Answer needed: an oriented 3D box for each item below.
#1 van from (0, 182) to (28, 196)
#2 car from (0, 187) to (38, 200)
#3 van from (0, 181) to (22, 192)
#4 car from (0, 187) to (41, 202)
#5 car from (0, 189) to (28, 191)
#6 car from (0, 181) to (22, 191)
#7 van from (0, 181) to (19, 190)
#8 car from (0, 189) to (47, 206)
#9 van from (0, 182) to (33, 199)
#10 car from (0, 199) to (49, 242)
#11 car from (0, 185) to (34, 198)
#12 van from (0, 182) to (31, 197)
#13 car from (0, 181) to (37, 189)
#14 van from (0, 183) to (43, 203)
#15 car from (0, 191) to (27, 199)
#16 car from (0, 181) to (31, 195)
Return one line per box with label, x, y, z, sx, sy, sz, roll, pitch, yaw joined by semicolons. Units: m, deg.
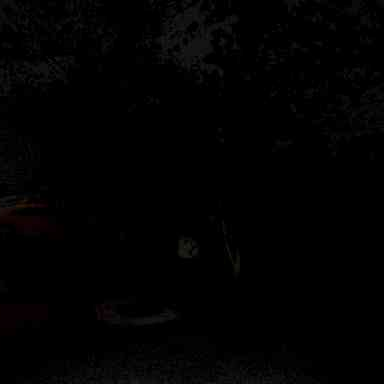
van;-26.541;-0.481;48.546;4.442;1.987;1.878;1;1;-30
car;-20.832;0.162;39.070;4.792;1.488;2.163;1;2;-30
van;-34.793;-1.047;63.110;4.442;1.987;1.878;1;1;-30
car;-19.500;0.263;36.793;4.792;1.488;2.163;1;2;-30
car;-12.635;0.816;24.633;5.366;1.575;1.946;1;2;-30
car;-39.111;-1.357;70.204;5.566;2.045;2.435;1;1;-30
van;-40.385;-1.424;72.668;4.442;1.987;1.878;1;1;-30
car;-16.692;0.496;31.879;4.792;1.488;2.163;1;2;-30
van;-22.331;-0.195;41.368;4.442;1.987;1.878;1;2;-31
car;-6.952;1.289;15.275;5.008;1.535;2.097;1;2;-30
car;-23.647;-0.065;43.834;5.008;1.535;2.097;1;1;-30
van;-24.942;-0.383;46.274;4.442;1.987;1.878;1;1;-30
car;-15.236;0.334;29.511;5.566;2.045;2.435;1;2;-30
van;-18.018;0.122;34.441;4.442;1.987;1.878;1;2;-30
car;-8.314;1.046;17.680;4.553;1.767;2.185;1;2;-30
car;-27.862;-0.599;50.980;5.566;2.045;2.435;1;1;-30
